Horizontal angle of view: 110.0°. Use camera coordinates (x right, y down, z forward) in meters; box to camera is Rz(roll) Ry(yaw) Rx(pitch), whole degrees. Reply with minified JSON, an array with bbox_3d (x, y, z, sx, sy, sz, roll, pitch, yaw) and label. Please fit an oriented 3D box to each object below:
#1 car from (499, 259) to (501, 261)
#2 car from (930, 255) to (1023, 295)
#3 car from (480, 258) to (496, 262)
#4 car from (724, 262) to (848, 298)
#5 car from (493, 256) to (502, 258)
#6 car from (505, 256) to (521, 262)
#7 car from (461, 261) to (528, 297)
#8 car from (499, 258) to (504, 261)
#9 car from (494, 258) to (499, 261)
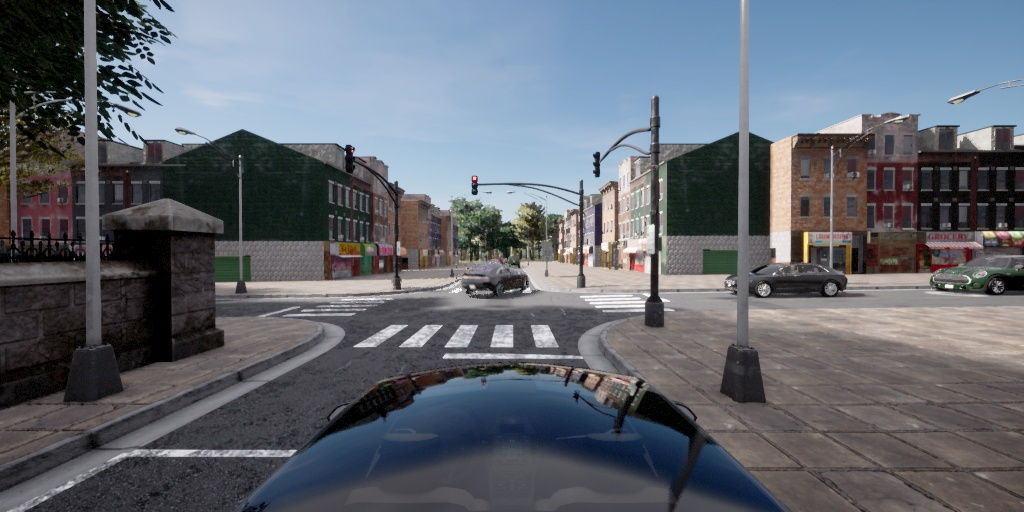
[{"bbox_3d":[-2.509,1.335,38.978,1.948,1.339,4.313,0,0,0],"label":"car"},{"bbox_3d":[22.104,0.763,16.285,4.553,1.767,2.097,-1,1,0],"label":"car"},{"bbox_3d":[-2.548,1.199,28.109,1.967,1.591,4.097,0,0,0],"label":"car"},{"bbox_3d":[12.326,1.046,16.323,4.892,1.490,1.837,-1,1,0],"label":"car"},{"bbox_3d":[-2.817,1.259,60.919,1.801,1.575,5.366,0,0,0],"label":"car"},{"bbox_3d":[0.313,1.025,62.052,2.150,2.045,5.566,0,0,0],"label":"car"},{"bbox_3d":[-0.760,1.241,19.097,2.128,1.511,4.902,1,0,28],"label":"car"},{"bbox_3d":[-2.470,1.329,49.847,1.888,1.381,4.507,0,0,0],"label":"car"},{"bbox_3d":[-2.529,1.203,33.543,1.967,1.591,4.097,0,0,0],"label":"car"}]
